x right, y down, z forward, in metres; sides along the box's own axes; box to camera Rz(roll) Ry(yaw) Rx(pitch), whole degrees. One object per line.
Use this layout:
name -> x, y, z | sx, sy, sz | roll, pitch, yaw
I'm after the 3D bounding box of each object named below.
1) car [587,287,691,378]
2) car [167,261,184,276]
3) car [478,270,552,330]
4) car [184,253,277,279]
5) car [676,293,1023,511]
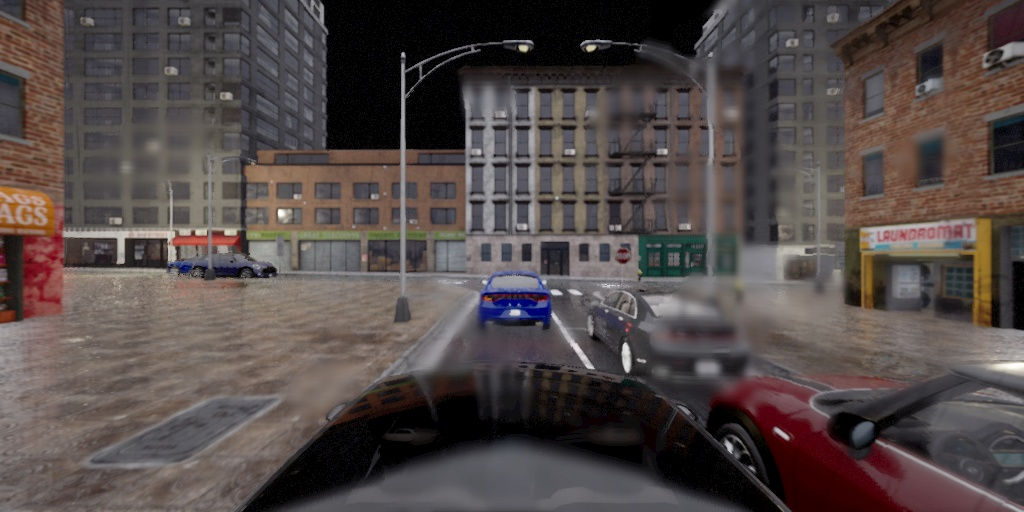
car -> 2.639, 1.264, 7.016 | 2.007, 1.370, 4.403 | 0, 0, 0
car -> -22.249, 0.684, 26.256 | 5.008, 1.535, 1.882 | 1, 0, 0
car -> 0.076, 1.164, 10.910 | 1.882, 1.535, 5.008 | 0, 0, 0
car -> -17.885, 0.629, 23.261 | 4.553, 1.767, 2.097 | 1, 0, 0
car -> 2.639, 1.191, 1.512 | 1.967, 1.591, 4.097 | 0, 0, 0
